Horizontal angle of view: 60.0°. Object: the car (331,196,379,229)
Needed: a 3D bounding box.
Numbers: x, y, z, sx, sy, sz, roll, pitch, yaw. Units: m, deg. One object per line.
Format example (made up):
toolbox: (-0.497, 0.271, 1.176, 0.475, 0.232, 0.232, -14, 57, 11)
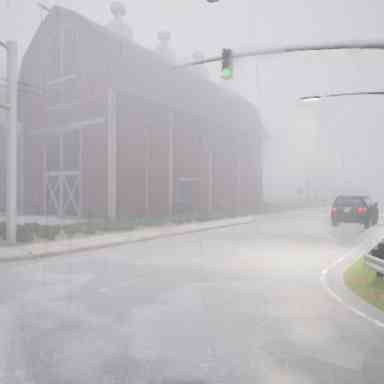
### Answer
car: (10.904, 1.261, 22.158, 2.150, 2.045, 5.566, 0, 0, 36)
